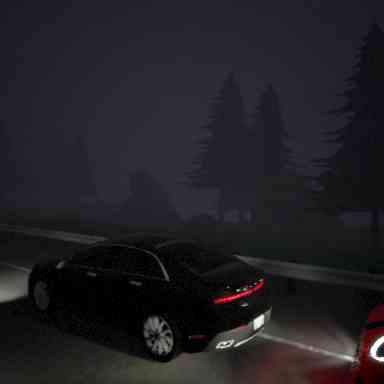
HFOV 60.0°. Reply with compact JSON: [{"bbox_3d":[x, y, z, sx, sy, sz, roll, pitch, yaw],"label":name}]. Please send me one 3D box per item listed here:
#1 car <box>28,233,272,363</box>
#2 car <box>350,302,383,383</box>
[{"bbox_3d":[-1.044,1.513,5.951,4.892,1.490,1.837,0,0,37],"label":"car"},{"bbox_3d":[3.729,1.357,2.486,4.553,1.767,2.097,0,0,35],"label":"car"}]
